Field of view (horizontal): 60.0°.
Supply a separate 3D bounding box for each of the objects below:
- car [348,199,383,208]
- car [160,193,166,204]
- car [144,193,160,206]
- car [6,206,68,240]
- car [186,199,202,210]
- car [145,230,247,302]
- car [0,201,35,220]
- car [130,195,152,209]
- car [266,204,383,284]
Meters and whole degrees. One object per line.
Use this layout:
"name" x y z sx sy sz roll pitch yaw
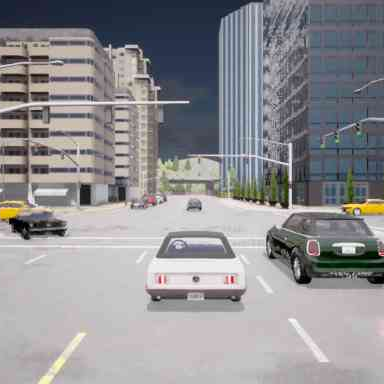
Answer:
"car" 16.870 1.422 31.605 5.008 1.535 1.882 0 0 1
"car" -6.930 1.221 64.730 2.150 2.045 5.566 0 0 2
"car" -7.000 1.222 54.254 2.150 2.045 5.566 0 0 0
"car" -7.982 1.601 17.183 1.895 1.301 4.718 0 0 -38
"car" 0.238 1.550 41.803 2.033 1.411 5.357 0 0 0
"car" 0.089 1.601 8.243 1.895 1.301 4.718 0 0 0
"car" -12.972 1.425 25.034 5.008 1.535 1.882 0 0 -5
"car" -7.023 1.491 44.682 2.128 1.511 4.902 0 0 0
"car" 3.598 1.352 9.731 2.097 1.767 4.553 0 0 0
